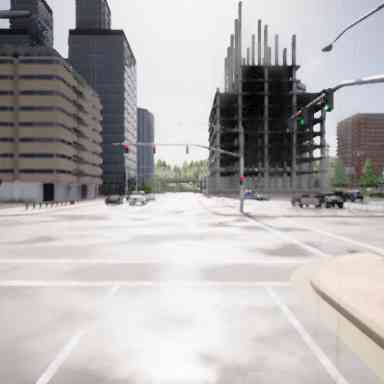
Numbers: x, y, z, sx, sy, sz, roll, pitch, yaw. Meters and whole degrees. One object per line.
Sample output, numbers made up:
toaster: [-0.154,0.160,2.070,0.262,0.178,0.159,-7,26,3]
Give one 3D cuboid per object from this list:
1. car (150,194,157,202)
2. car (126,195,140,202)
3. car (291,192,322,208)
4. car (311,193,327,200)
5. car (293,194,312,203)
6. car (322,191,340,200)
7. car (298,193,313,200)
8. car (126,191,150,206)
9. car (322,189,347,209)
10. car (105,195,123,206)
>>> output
car: [-8.121,1.152,66.201,2.033,1.411,5.357,0,1,0]
car: [-11.626,1.212,65.455,1.895,1.301,4.718,0,0,0]
car: [13.121,0.922,38.964,1.932,1.855,4.605,0,0,0]
car: [27.269,0.939,71.528,1.784,1.438,3.905,0,0,0]
car: [18.659,1.061,56.397,1.970,1.475,3.806,0,0,0]
car: [29.952,0.729,71.587,1.932,1.855,4.605,0,0,0]
car: [24.374,0.971,71.519,1.970,1.475,3.806,0,0,0]
car: [-8.077,0.928,49.932,2.150,2.045,5.566,0,0,0]
car: [16.015,0.925,38.920,1.905,1.878,3.866,0,0,0]
car: [-11.573,1.183,49.561,1.882,1.535,5.008,0,0,0]
